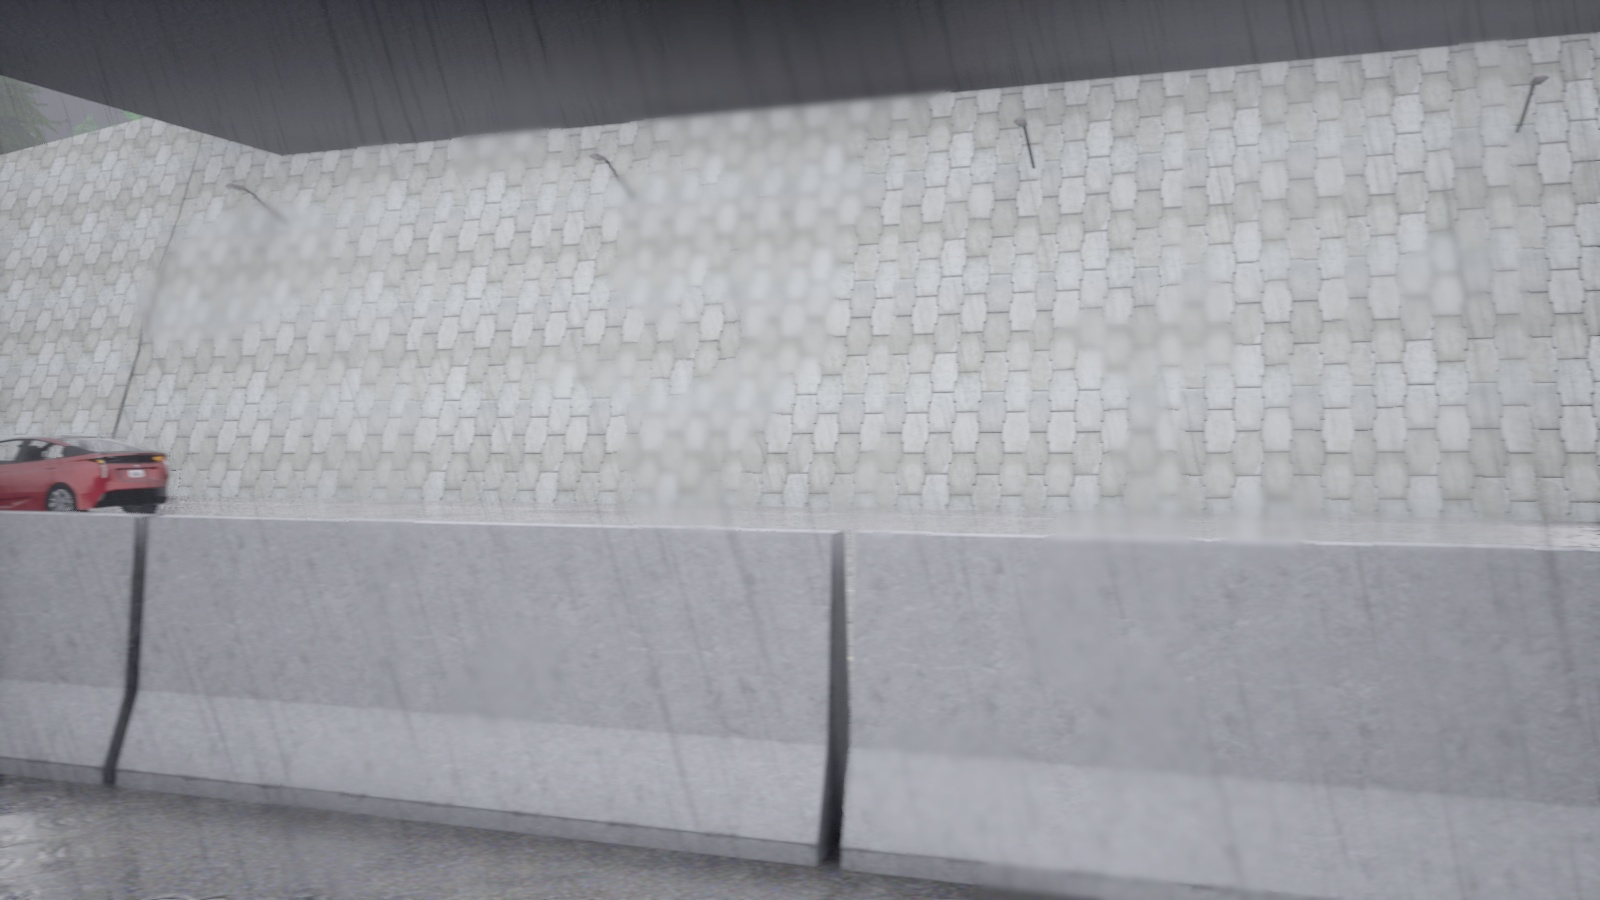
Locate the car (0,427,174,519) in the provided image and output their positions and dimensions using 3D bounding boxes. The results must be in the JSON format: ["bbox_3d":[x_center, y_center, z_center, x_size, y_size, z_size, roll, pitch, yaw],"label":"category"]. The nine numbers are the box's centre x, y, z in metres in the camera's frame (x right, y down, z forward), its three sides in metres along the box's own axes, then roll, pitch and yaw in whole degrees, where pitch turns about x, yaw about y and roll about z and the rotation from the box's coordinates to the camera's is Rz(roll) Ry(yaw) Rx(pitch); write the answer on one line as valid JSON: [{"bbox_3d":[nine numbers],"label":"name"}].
[{"bbox_3d":[-13.873,0.358,22.644,4.514,1.525,2.007,1,1,19],"label":"car"}]
